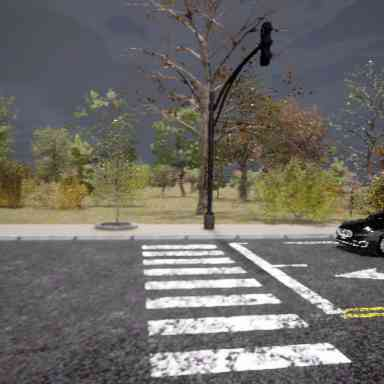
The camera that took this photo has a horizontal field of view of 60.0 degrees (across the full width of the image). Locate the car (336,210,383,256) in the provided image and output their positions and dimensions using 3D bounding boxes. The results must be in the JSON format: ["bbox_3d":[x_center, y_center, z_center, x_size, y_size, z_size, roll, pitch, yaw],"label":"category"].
[{"bbox_3d":[7.503,1.277,11.585,4.892,1.490,1.837,0,2,-9],"label":"car"}]
